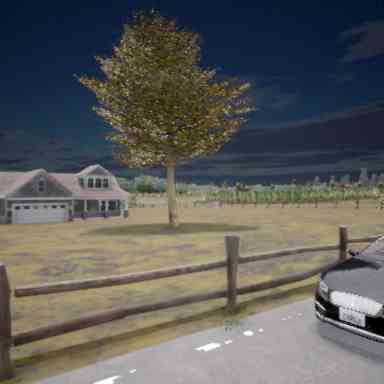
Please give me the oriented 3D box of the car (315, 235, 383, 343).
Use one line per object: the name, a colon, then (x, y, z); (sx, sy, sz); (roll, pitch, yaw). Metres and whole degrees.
car: (4.243, 1.486, 6.065); (4.902, 1.511, 2.128); (0, 0, -35)
